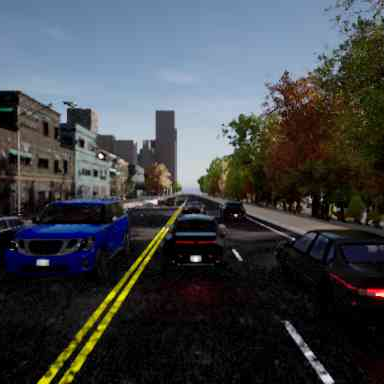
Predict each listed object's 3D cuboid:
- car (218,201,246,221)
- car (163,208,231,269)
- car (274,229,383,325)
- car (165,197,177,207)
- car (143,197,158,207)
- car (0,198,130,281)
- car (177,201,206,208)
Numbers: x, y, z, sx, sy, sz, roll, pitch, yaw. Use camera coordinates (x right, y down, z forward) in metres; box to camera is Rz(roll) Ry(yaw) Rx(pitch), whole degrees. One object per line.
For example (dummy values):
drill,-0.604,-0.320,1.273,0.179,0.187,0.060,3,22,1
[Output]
car,3.347,1.532,27.840,1.837,1.490,4.892,0,0,0
car,0.098,1.516,11.195,1.837,1.490,4.892,0,0,0
car,3.346,1.555,7.459,2.033,1.411,5.357,0,0,0
car,-3.319,1.556,53.479,1.837,1.490,4.892,0,0,0
car,-6.568,1.578,53.300,1.812,1.442,4.674,0,0,0
car,-3.353,1.232,10.241,2.150,2.045,5.566,0,0,0
car,0.097,1.519,27.715,2.128,1.511,4.902,0,0,0
